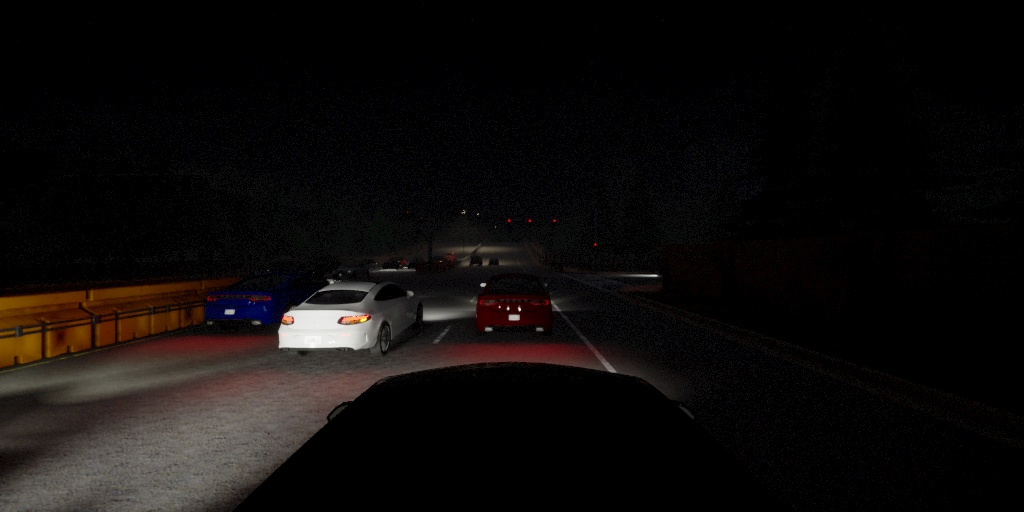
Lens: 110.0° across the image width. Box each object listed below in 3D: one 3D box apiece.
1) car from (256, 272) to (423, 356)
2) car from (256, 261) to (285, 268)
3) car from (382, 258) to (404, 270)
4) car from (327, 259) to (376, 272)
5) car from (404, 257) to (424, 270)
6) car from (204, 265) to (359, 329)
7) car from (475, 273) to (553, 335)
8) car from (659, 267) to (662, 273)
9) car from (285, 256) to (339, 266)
[{"bbox_3d":[-3.449,1.276,8.468,1.812,1.442,4.674,0,0,-1],"label":"car"},{"bbox_3d":[-21.164,1.241,32.130,2.128,1.511,4.902,0,0,0],"label":"car"},{"bbox_3d":[-17.702,1.314,53.070,1.994,1.385,4.181,0,0,0],"label":"car"},{"bbox_3d":[-14.164,1.276,31.896,1.812,1.442,4.674,0,0,0],"label":"car"},{"bbox_3d":[-14.206,1.276,53.507,1.812,1.442,4.674,0,0,0],"label":"car"},{"bbox_3d":[-6.942,1.228,11.306,1.882,1.535,5.008,0,0,0],"label":"car"},{"bbox_3d":[0.056,1.228,10.499,1.882,1.535,5.008,0,0,0],"label":"car"},{"bbox_3d":[17.273,1.314,36.498,4.181,1.385,1.994,0,0,0],"label":"car"},{"bbox_3d":[-17.665,0.971,32.754,2.150,2.045,5.566,0,0,0],"label":"car"}]
